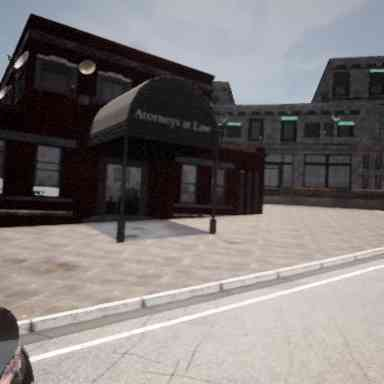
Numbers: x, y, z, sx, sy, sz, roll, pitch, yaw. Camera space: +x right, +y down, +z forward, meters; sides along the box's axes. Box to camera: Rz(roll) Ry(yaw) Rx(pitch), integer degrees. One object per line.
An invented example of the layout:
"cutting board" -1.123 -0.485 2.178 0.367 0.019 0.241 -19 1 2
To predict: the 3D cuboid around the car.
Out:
"car" -3.438 1.480 1.558 4.902 1.511 2.128 0 0 -36
